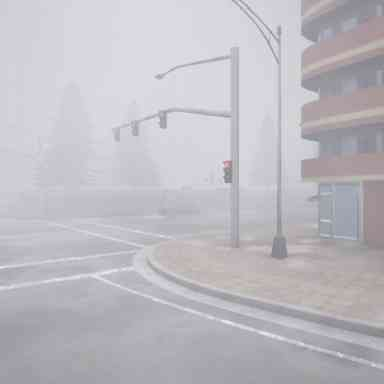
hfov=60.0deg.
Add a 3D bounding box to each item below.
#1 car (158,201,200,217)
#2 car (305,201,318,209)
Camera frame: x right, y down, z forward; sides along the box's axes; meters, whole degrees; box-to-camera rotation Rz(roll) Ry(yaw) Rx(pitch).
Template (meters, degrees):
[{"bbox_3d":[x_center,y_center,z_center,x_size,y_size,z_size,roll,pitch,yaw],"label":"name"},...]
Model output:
[{"bbox_3d":[-1.211,1.619,32.504,4.181,1.385,1.994,0,0,-37],"label":"car"},{"bbox_3d":[18.069,1.533,47.103,5.008,1.535,1.882,0,0,-37],"label":"car"}]
